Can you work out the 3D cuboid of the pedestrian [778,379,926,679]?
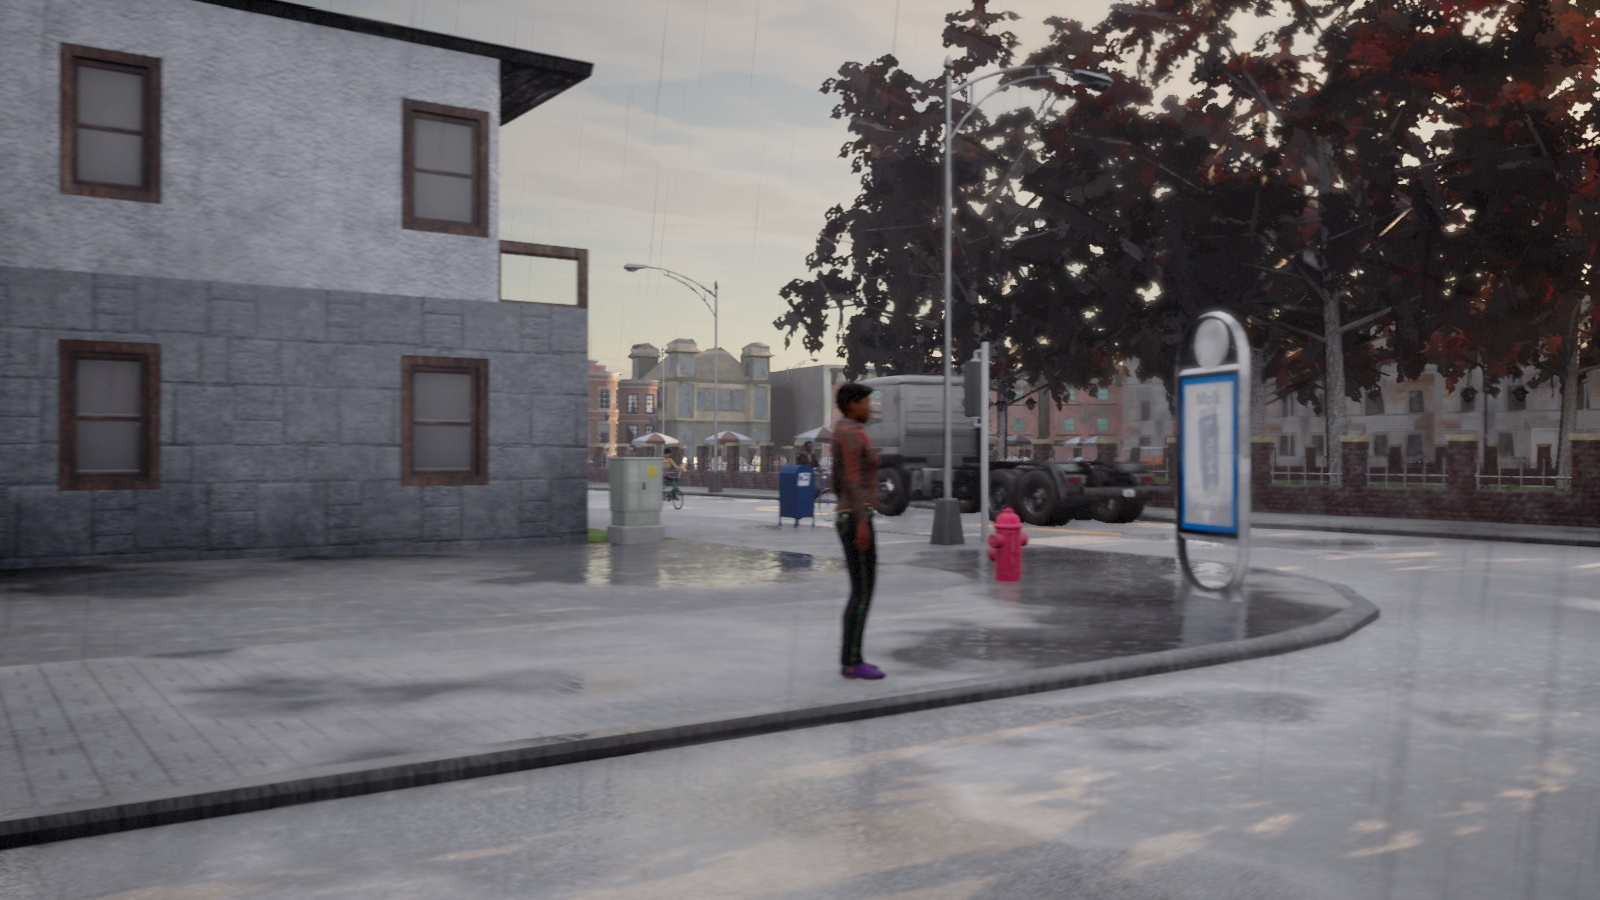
[{"bbox_3d":[0.312,0.473,7.746,0.869,1.805,0.328,0,0,-5],"label":"pedestrian"}]

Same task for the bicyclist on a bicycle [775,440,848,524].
[{"bbox_3d":[0.240,0.682,27.522,0.659,1.776,1.843,0,0,-35],"label":"bicyclist on a bicycle"}]

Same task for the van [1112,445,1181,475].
[{"bbox_3d":[23.883,0.660,86.654,1.775,1.987,4.442,0,0,-35],"label":"van"}]

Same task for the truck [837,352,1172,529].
[{"bbox_3d":[4.335,-0.176,28.674,2.891,3.462,7.936,0,0,-34],"label":"truck"}]

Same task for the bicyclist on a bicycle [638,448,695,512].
[{"bbox_3d":[-3.497,0.769,32.871,0.866,1.612,1.509,0,0,-35],"label":"bicyclist on a bicycle"}]
